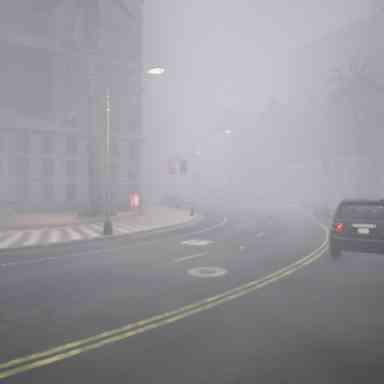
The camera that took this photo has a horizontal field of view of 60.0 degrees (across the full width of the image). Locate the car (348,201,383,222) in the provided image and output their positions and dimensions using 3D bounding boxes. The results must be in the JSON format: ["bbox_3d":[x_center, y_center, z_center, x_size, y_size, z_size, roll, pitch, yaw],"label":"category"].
[{"bbox_3d":[15.079,1.597,28.290,1.812,1.442,4.674,0,0,5],"label":"car"}]

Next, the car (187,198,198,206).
[{"bbox_3d":[-0.988,1.755,60.768,2.033,1.411,5.357,0,0,-29],"label":"car"}]

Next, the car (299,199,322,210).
[{"bbox_3d":[15.630,1.646,42.855,1.812,1.442,4.674,0,0,-11],"label":"car"}]

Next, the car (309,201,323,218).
[{"bbox_3d":[11.533,1.677,27.664,1.895,1.301,4.718,0,0,6],"label":"car"}]

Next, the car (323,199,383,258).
[{"bbox_3d":[6.548,1.255,12.295,2.150,2.045,5.566,0,0,31],"label":"car"}]

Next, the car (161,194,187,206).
[{"bbox_3d":[-3.555,1.426,58.194,2.150,2.045,5.566,0,-1,-29],"label":"car"}]
